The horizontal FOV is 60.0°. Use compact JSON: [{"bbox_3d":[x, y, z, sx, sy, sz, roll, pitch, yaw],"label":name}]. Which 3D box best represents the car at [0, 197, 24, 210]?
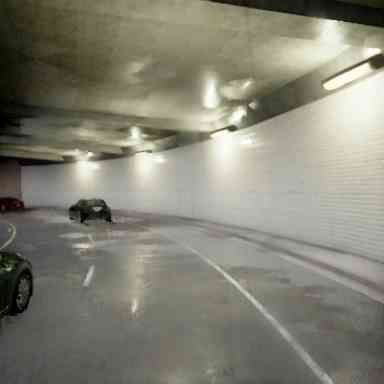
[{"bbox_3d":[-20.767,1.293,37.085,5.008,1.535,1.882,-1,0,33],"label":"car"}]

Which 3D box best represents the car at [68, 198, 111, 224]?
[{"bbox_3d":[-7.473,1.218,24.060,2.097,1.767,4.553,0,0,-32],"label":"car"}]

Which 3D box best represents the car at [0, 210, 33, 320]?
[{"bbox_3d":[-3.963,1.331,4.559,2.097,1.767,4.553,0,0,-6],"label":"car"}]
